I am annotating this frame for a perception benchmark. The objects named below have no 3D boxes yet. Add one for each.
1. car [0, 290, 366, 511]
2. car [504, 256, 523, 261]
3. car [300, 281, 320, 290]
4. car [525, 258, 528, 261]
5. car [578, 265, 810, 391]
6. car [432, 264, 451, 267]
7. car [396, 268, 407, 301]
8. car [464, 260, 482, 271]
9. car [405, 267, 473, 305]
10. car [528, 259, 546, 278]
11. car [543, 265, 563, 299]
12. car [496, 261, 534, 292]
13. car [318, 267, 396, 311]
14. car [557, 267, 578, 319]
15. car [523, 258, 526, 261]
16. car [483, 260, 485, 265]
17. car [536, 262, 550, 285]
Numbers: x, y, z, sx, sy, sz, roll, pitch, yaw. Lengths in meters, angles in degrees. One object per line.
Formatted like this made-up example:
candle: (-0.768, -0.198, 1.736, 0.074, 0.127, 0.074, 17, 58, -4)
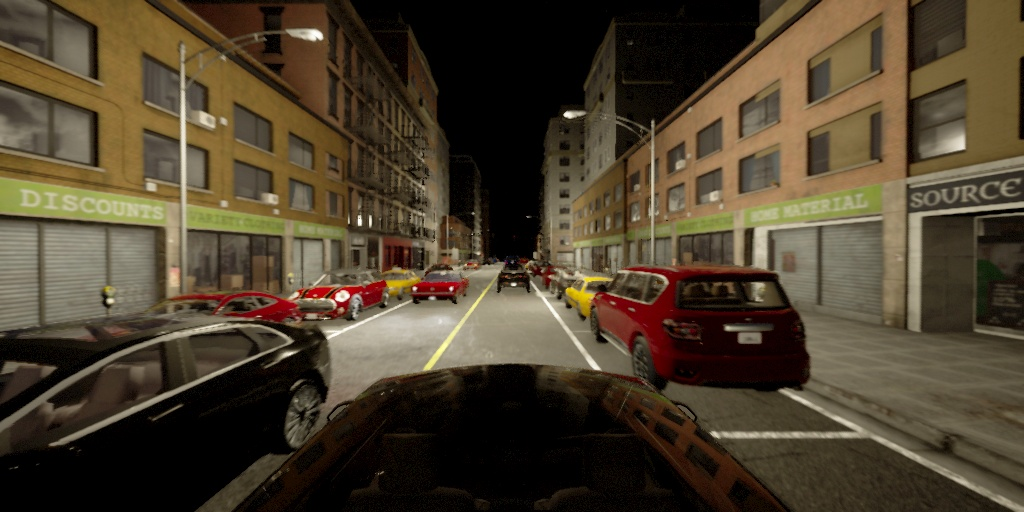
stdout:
car: (-3.057, 1.242, 2.313, 2.128, 1.511, 4.902, 0, 0, 0)
car: (0.073, 1.028, 48.760, 2.150, 2.045, 5.566, 0, 0, 1)
car: (-5.672, 1.333, 6.671, 1.802, 1.307, 4.207, 0, 0, 0)
car: (2.840, 1.228, 39.655, 1.967, 1.591, 4.097, 0, 0, 0)
car: (2.854, 1.066, 6.675, 2.192, 1.841, 5.009, 0, 0, 0)
car: (-5.681, 1.316, 28.658, 1.888, 1.381, 4.507, 0, 0, 0)
car: (-5.676, 1.283, 17.494, 1.751, 1.417, 4.829, 0, 0, 0)
car: (-5.690, 1.251, 50.644, 1.967, 1.591, 4.097, 0, 0, 0)
car: (-3.095, 1.357, 16.226, 1.895, 1.301, 4.718, 0, 0, 0)
car: (2.842, 1.219, 34.158, 1.967, 1.591, 4.097, 0, 0, 0)
car: (2.849, 1.308, 17.668, 2.007, 1.370, 4.403, 0, 0, 0)
car: (0.090, 1.266, 21.455, 1.837, 1.490, 4.892, 0, 0, 0)
car: (-5.674, 1.193, 12.168, 1.967, 1.591, 4.097, 0, 0, 0)
car: (2.851, 1.279, 12.342, 1.751, 1.417, 4.829, 0, 0, 0)
car: (2.836, 1.337, 50.819, 1.751, 1.417, 4.829, 0, 0, 0)
car: (-5.692, 1.391, 56.141, 1.948, 1.339, 4.313, 0, 0, 0)
car: (2.847, 1.309, 23.164, 1.888, 1.381, 4.507, 0, 0, 0)
